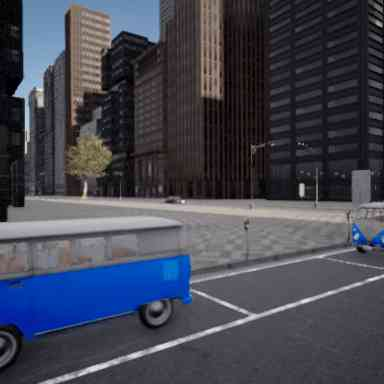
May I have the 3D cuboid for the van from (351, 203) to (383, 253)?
[{"bbox_3d":[7.334,1.256,11.889,3.998,1.788,1.690,0,0,-36],"label":"van"}]

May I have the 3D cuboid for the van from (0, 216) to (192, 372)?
[{"bbox_3d":[-1.907,1.332,5.292,3.998,1.788,1.690,0,0,-36],"label":"van"}]

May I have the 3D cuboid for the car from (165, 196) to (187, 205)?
[{"bbox_3d":[-2.809,1.407,56.127,2.128,1.511,4.902,-1,0,-35],"label":"car"}]
